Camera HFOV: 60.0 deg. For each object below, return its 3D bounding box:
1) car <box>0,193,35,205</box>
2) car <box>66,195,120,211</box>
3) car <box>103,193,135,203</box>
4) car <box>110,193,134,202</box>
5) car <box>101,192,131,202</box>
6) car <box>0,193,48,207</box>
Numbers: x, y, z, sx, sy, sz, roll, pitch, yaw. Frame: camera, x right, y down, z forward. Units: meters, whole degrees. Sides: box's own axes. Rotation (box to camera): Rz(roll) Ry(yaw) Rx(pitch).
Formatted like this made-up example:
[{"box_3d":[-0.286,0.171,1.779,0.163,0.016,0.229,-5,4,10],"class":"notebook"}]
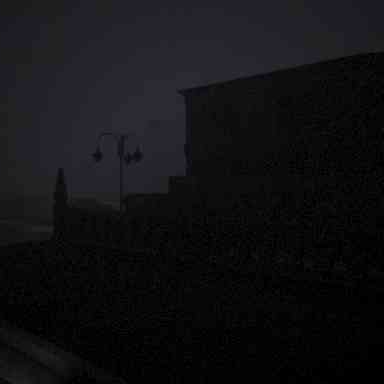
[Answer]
[{"box_3d":[-23.390,0.868,43.707,1.812,1.442,4.674,1,1,36],"class":"car"},{"box_3d":[-8.436,1.195,26.662,1.812,1.442,4.674,1,1,37],"class":"car"},{"box_3d":[-11.759,0.874,53.701,1.882,1.535,5.008,1,1,36],"class":"car"},{"box_3d":[-9.535,0.926,50.824,1.882,1.535,5.008,1,1,36],"class":"car"},{"box_3d":[-13.117,0.837,57.752,2.128,1.511,4.902,1,1,37],"class":"car"},{"box_3d":[-19.001,0.935,37.858,2.128,1.511,4.902,1,1,36],"class":"car"}]
